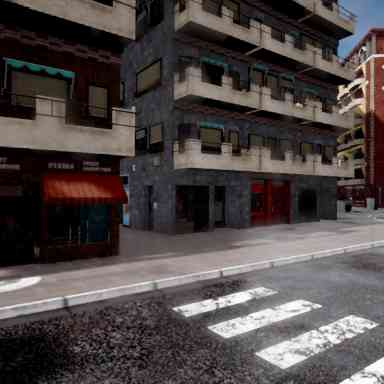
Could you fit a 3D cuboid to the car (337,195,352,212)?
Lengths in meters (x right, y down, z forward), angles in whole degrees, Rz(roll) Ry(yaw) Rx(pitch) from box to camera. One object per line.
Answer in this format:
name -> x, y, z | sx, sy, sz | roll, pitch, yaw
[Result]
car -> 18.101, 1.437, 41.766 | 2.150, 2.045, 5.566 | 0, 0, 5
